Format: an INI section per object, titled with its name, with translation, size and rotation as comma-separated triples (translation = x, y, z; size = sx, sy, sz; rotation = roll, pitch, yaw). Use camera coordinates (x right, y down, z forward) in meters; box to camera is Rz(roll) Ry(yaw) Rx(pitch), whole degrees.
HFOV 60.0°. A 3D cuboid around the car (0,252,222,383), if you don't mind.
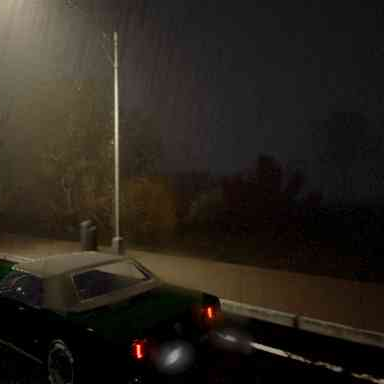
[car]
translation = -2.008, 1.633, 5.169
size = 4.718, 1.301, 1.895
rotation = -1, 0, 36
